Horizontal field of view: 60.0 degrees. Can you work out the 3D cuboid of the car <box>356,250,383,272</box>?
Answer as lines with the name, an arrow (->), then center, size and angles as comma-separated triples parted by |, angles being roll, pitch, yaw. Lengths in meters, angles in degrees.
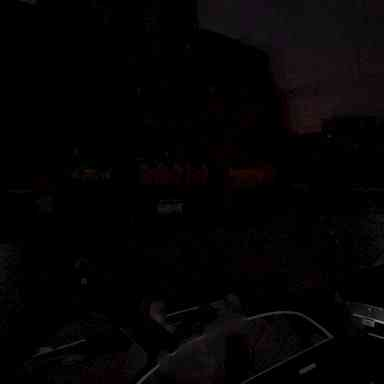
car -> 4.188, 1.549, 5.817 | 4.403, 1.369, 2.008 | 0, -2, -35

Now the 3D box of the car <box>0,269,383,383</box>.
car -> -0.251, 1.550, 2.656 | 4.403, 1.369, 2.008 | 0, -2, -35
